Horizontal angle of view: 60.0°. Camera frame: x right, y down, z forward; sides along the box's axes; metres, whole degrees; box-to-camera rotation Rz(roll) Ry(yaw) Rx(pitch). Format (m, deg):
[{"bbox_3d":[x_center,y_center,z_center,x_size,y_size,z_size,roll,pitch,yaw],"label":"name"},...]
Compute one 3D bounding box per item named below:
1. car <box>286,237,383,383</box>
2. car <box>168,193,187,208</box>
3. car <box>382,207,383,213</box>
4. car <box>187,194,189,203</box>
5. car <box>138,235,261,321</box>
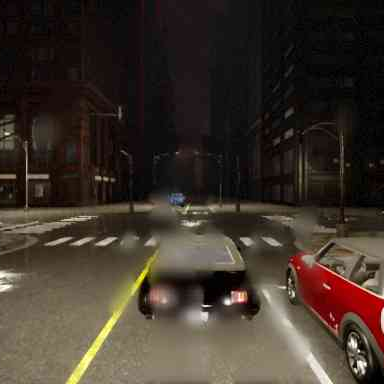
[{"bbox_3d":[2.869,1.438,5.349,1.967,1.590,4.097,0,0,1],"label":"car"},{"bbox_3d":[-2.200,1.226,47.779,2.150,2.045,5.566,0,0,1],"label":"car"},{"bbox_3d":[19.807,1.423,29.916,4.892,1.490,1.837,0,0,1],"label":"car"},{"bbox_3d":[-1.819,1.248,69.092,2.150,2.045,5.566,0,0,1],"label":"car"},{"bbox_3d":[0.145,1.599,7.241,1.895,1.301,4.718,0,0,1],"label":"car"}]
